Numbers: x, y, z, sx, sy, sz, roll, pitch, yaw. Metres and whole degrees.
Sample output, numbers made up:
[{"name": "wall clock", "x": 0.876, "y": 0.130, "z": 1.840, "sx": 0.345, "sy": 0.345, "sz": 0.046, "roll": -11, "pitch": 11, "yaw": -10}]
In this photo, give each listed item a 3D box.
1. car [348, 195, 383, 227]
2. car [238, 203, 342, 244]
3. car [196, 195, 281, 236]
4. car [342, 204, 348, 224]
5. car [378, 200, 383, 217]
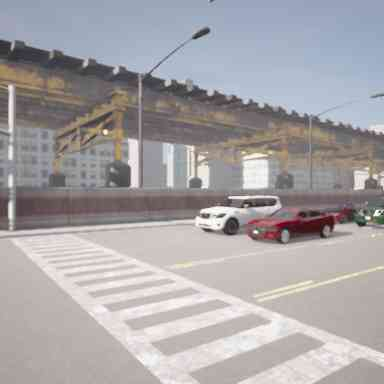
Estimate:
[{"name": "car", "x": 12.902, "y": 1.229, "z": 21.711, "sx": 5.566, "sy": 2.045, "sz": 2.150, "roll": 0, "pitch": 0, "yaw": -35}, {"name": "car", "x": 4.823, "y": 1.482, "z": 16.017, "sx": 5.008, "sy": 1.535, "sz": 1.882, "roll": 0, "pitch": 0, "yaw": -35}, {"name": "car", "x": 2.890, "y": 1.226, "z": 18.937, "sx": 5.566, "sy": 2.045, "sz": 2.150, "roll": 0, "pitch": 0, "yaw": -36}, {"name": "car", "x": 11.078, "y": 1.571, "z": 24.703, "sx": 4.181, "sy": 1.385, "sz": 1.994, "roll": 0, "pitch": 0, "yaw": -35}, {"name": "car", "x": 19.488, "y": 1.502, "z": 30.671, "sx": 4.902, "sy": 1.511, "sz": 2.128, "roll": 0, "pitch": 0, "yaw": -36}]
